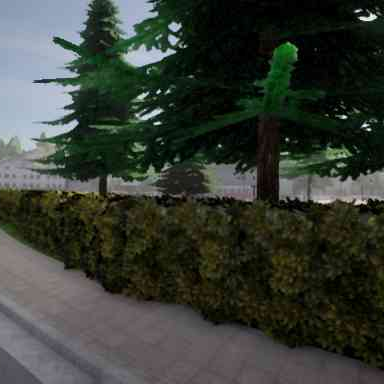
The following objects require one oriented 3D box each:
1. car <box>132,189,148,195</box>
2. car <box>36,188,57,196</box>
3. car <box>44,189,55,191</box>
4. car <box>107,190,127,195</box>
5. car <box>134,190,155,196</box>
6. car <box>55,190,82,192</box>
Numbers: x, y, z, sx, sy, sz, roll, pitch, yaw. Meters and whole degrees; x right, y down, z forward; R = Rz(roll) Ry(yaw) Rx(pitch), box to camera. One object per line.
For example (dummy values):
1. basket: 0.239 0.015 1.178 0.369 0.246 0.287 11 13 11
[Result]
1. car: -10.807 0.322 77.839 4.605 1.855 1.932 0 1 -36
2. car: -36.236 -0.009 82.826 4.605 1.855 1.932 0 1 -36
3. car: -29.579 0.356 72.278 4.514 1.523 2.007 0 1 -36
4. car: -20.267 0.166 90.375 5.027 1.636 2.152 0 1 -36
5. car: -7.894 0.786 60.752 3.806 1.475 1.970 0 1 -36
6. car: -23.807 0.512 64.122 3.633 1.501 1.845 0 1 -36
